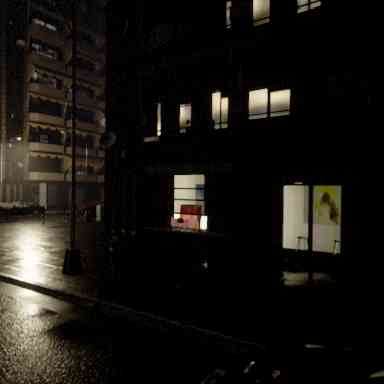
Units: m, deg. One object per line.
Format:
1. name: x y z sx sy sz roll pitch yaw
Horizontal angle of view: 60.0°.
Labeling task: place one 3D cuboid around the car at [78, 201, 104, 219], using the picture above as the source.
1. car: -8.399 1.869 31.975 1.947 1.339 4.313 0 0 36

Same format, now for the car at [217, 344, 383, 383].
1. car: 2.024 1.549 1.589 4.403 1.369 2.008 0 1 35

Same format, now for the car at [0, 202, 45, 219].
1. car: -16.256 1.665 30.976 2.128 1.511 4.902 1 0 36
